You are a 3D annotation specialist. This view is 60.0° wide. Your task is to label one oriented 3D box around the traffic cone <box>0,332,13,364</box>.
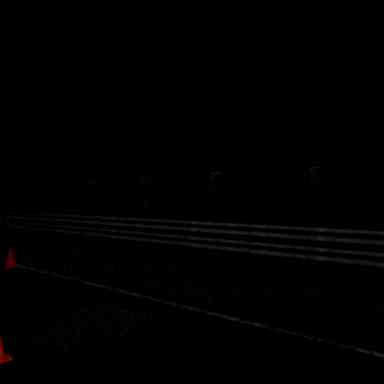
[{"bbox_3d":[-2.699,2.015,4.559,0.340,0.580,0.340,-1,-1,37],"label":"traffic cone"}]
